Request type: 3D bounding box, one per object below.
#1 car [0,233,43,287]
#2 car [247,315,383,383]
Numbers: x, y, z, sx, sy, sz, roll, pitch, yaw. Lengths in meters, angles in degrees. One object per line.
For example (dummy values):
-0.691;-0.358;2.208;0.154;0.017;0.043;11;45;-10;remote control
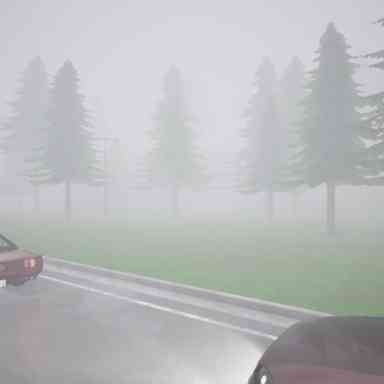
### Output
-5.752;1.601;8.086;4.718;1.301;1.895;0;0;35;car
2.458;1.564;2.239;4.181;1.385;1.994;0;0;36;car
